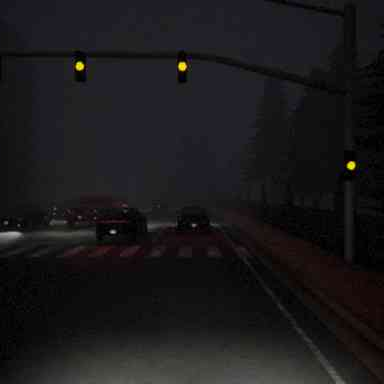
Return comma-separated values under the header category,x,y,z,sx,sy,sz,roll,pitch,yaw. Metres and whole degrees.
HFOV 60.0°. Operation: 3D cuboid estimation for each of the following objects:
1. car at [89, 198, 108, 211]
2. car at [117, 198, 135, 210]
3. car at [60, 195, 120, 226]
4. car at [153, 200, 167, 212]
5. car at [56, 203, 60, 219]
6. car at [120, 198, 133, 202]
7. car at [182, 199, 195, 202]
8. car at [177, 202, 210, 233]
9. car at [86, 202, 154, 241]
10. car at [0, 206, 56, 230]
category,x,y,z,sx,sy,sz,roll,pitch,yaw
car,-11.785,1.519,42.215,2.128,1.511,4.902,0,0,-14
car,-8.944,1.556,44.736,1.812,1.442,4.674,0,0,-17
car,-7.057,1.237,23.778,2.150,2.045,5.566,0,0,1
car,-3.831,1.575,38.284,2.033,1.411,5.357,0,0,-7
car,-10.602,1.370,29.648,2.097,1.767,4.553,0,0,0
car,-7.232,1.374,33.420,2.097,1.767,4.553,0,0,-2
car,-0.413,1.577,38.965,2.033,1.411,5.357,0,0,-7
car,0.100,1.541,19.710,1.812,1.442,4.674,0,0,0
car,-3.399,1.503,16.743,2.128,1.511,4.902,0,0,0
car,-10.576,1.575,20.947,1.994,1.385,4.181,0,0,0
